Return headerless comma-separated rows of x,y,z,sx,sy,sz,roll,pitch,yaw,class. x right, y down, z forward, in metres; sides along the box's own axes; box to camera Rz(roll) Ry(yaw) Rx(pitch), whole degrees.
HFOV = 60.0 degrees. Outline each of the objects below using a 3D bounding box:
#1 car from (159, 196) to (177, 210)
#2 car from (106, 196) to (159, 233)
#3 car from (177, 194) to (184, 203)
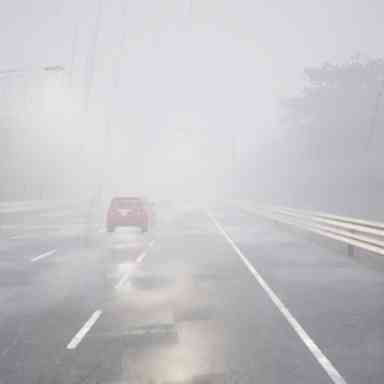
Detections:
-3.411,1.479,44.059,1.882,1.535,5.008,0,0,0,car
-3.487,1.226,19.820,2.150,2.045,5.566,0,0,0,car
-3.268,1.502,71.244,1.812,1.442,4.674,0,0,0,car
